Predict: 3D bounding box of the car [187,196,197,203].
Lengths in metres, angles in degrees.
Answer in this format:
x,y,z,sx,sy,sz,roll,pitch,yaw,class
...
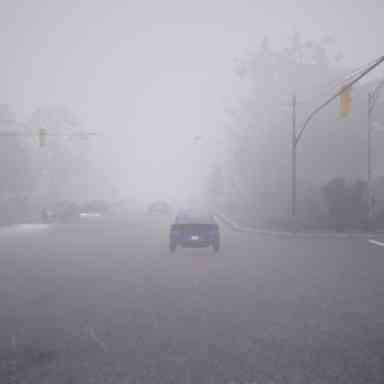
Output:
x,y,z,sx,sy,sz,roll,pitch,yaw,class
-0.018,1.514,67.829,2.033,1.411,5.357,0,0,0,car

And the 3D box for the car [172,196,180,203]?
x,y,z,sx,sy,sz,roll,pitch,yaw,class
-3.518,1.521,69.394,1.994,1.385,4.181,0,0,0,car

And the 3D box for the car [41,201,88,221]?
x,y,z,sx,sy,sz,roll,pitch,yaw,class
-10.593,1.479,27.251,2.128,1.511,4.902,0,0,0,car

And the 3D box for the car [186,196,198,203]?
x,y,z,sx,sy,sz,roll,pitch,yaw,class
-0.015,1.521,57.410,2.033,1.411,5.357,0,0,0,car

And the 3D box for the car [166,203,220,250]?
x,y,z,sx,sy,sz,roll,pitch,yaw,class
0.096,1.471,14.229,1.882,1.535,5.008,0,0,0,car

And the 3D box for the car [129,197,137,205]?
x,y,z,sx,sy,sz,roll,pitch,yaw,class
-10.515,1.538,56.233,1.994,1.385,4.181,0,0,0,car

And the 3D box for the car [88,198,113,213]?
x,y,z,sx,sy,sz,roll,pitch,yaw,class
-10.536,1.547,36.603,1.994,1.385,4.181,0,0,2,car

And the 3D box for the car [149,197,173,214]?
x,y,z,sx,sy,sz,roll,pitch,yaw,class
-3.410,1.548,35.343,1.994,1.385,4.181,0,0,0,car

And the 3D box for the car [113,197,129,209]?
x,y,z,sx,sy,sz,roll,pitch,yaw,class
-10.512,1.504,46.207,1.812,1.442,4.674,0,0,0,car
